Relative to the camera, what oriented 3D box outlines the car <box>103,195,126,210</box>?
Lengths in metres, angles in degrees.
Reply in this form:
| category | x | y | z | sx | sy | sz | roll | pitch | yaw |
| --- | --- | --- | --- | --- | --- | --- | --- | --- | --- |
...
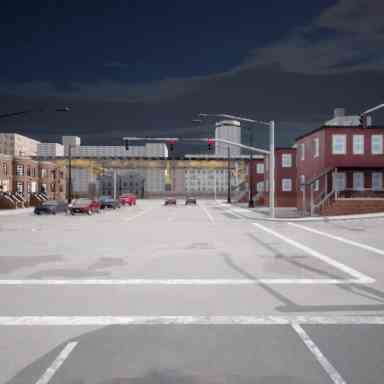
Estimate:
| category | x | y | z | sx | sy | sz | roll | pitch | yaw |
| --- | --- | --- | --- | --- | --- | --- | --- | --- | --- |
| car | -10.709 | 1.547 | 44.363 | 2.033 | 1.411 | 5.357 | 0 | 0 | 0 |

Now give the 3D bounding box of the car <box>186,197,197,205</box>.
| category | x | y | z | sx | sy | sz | roll | pitch | yaw |
| --- | --- | --- | --- | --- | --- | --- | --- | --- | --- |
| car | -0.168 | 1.526 | 58.619 | 1.812 | 1.442 | 4.674 | 0 | 0 | 0 |

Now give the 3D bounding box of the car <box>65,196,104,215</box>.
| category | x | y | z | sx | sy | sz | roll | pitch | yaw |
| --- | --- | --- | --- | --- | --- | --- | --- | --- | --- |
| car | -10.685 | 1.478 | 33.488 | 1.882 | 1.535 | 5.008 | 0 | 0 | 0 |

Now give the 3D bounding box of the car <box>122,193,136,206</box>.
| category | x | y | z | sx | sy | sz | roll | pitch | yaw |
| --- | --- | --- | --- | --- | --- | --- | --- | --- | --- |
| car | -10.722 | 1.221 | 55.060 | 2.150 | 2.045 | 5.566 | 0 | 0 | 1 |

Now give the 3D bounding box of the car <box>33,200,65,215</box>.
| category | x | y | z | sx | sy | sz | roll | pitch | yaw |
| --- | --- | --- | --- | --- | --- | --- | --- | --- | --- |
| car | -14.187 | 1.548 | 34.069 | 2.033 | 1.411 | 5.357 | 0 | 0 | 0 |

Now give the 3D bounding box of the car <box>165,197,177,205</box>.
| category | x | y | z | sx | sy | sz | roll | pitch | yaw |
| --- | --- | --- | --- | --- | --- | --- | --- | --- | --- |
| car | -3.562 | 1.526 | 56.802 | 1.812 | 1.442 | 4.674 | 0 | 0 | 0 |

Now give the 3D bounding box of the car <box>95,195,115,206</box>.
| category | x | y | z | sx | sy | sz | roll | pitch | yaw |
| --- | --- | --- | --- | --- | --- | --- | --- | --- | --- |
| car | -14.228 | 1.352 | 54.613 | 2.097 | 1.767 | 4.553 | 0 | 0 | 0 |

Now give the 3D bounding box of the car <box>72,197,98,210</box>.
| category | x | y | z | sx | sy | sz | roll | pitch | yaw |
| --- | --- | --- | --- | --- | --- | --- | --- | --- | --- |
| car | -14.211 | 1.478 | 44.341 | 1.882 | 1.535 | 5.008 | 0 | 0 | 0 |
